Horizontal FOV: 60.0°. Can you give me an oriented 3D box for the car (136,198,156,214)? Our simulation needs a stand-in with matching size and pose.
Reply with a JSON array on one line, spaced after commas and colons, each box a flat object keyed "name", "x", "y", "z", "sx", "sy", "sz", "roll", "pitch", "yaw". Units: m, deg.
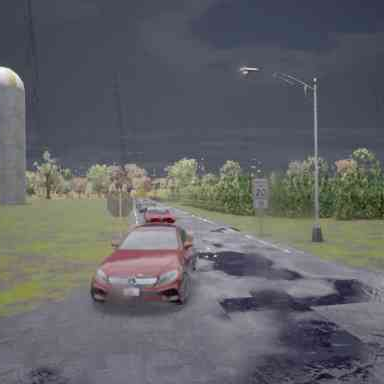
[{"name": "car", "x": -5.158, "y": 1.742, "z": 38.431, "sx": 1.994, "sy": 1.385, "sz": 4.181, "roll": -1, "pitch": 0, "yaw": -10}]

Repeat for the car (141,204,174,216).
[{"name": "car", "x": -2.180, "y": 1.705, "z": 21.858, "sx": 1.895, "sy": 1.301, "sz": 4.718, "roll": -1, "pitch": 0, "yaw": -10}]

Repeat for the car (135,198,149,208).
[{"name": "car", "x": -8.358, "y": 1.747, "z": 55.258, "sx": 2.128, "sy": 1.511, "sz": 4.902, "roll": -1, "pitch": 0, "yaw": -11}]

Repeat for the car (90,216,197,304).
[{"name": "car", "x": -0.910, "y": 1.586, "z": 8.472, "sx": 1.812, "sy": 1.442, "sz": 4.674, "roll": -1, "pitch": 0, "yaw": 5}]
